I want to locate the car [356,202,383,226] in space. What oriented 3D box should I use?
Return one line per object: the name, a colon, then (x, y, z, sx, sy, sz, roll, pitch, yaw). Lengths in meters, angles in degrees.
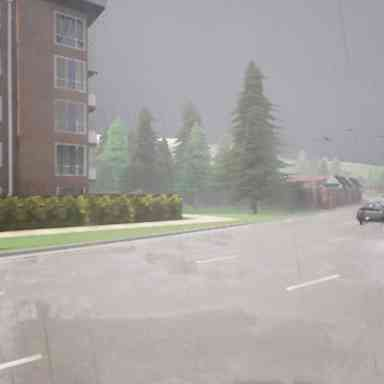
car: (12.417, 1.359, 21.199, 4.902, 1.511, 2.128, 0, 0, -35)
